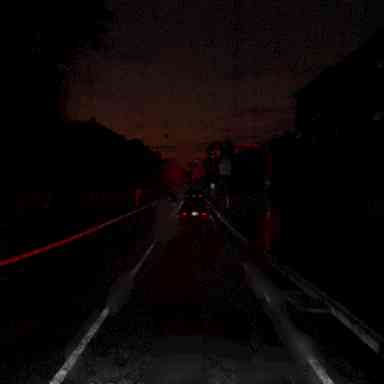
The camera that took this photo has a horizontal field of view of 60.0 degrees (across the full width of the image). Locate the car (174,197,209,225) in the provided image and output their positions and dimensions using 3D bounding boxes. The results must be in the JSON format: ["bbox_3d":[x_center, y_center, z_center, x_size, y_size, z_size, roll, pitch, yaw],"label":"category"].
[{"bbox_3d":[0.134,1.269,21.665,2.033,1.411,5.357,0,1,0],"label":"car"}]

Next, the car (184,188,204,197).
[{"bbox_3d":[0.227,0.566,41.137,2.150,2.045,5.566,0,1,0],"label":"car"}]

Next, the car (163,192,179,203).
[{"bbox_3d":[-2.919,0.749,46.514,1.837,1.490,4.892,0,1,1],"label":"car"}]
